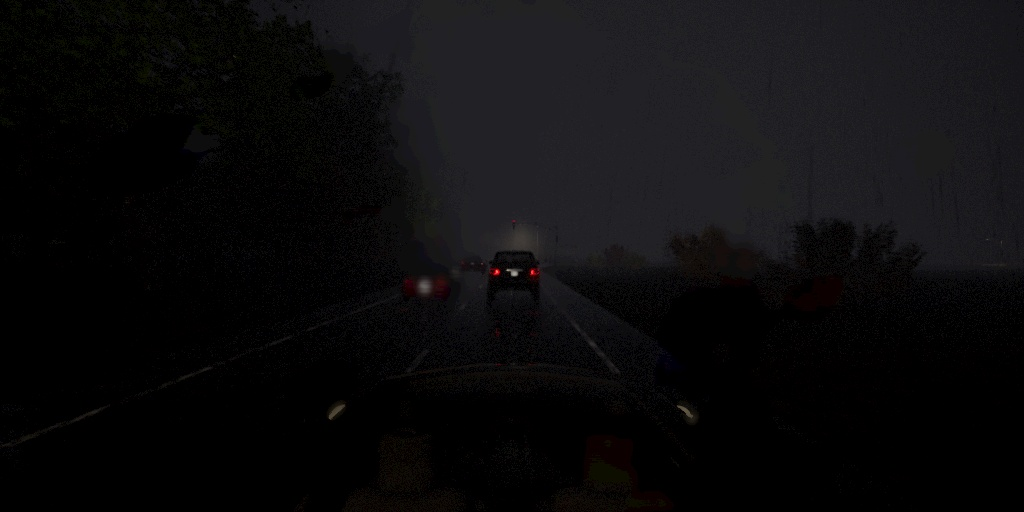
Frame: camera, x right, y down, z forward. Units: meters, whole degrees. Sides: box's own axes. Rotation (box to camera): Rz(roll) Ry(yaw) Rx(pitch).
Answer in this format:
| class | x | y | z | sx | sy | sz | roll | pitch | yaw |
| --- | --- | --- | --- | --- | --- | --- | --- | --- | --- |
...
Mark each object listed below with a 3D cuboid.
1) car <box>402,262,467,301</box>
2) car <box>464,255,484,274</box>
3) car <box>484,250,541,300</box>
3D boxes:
| class | x | y | z | sx | sy | sz | roll | pitch | yaw |
| --- | --- | --- | --- | --- | --- | --- | --- | --- | --- |
| car | -3.408 | 1.143 | 16.025 | 1.994 | 1.385 | 4.181 | 0 | 1 | 0 |
| car | -3.398 | 0.716 | 33.629 | 2.097 | 1.767 | 4.553 | 0 | 1 | 0 |
| car | 0.098 | 0.788 | 16.388 | 2.150 | 2.045 | 5.566 | 0 | 0 | 0 |
